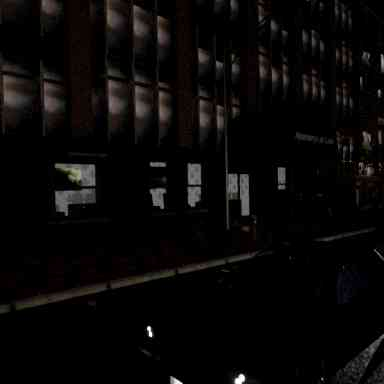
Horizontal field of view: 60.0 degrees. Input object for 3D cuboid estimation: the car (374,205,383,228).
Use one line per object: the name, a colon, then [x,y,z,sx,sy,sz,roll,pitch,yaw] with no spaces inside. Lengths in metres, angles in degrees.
car: [11.154,1.170,16.975,5.009,1.841,2.192,-1,-1,-42]

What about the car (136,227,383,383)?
car: [1.842,1.525,5.104,5.357,1.411,2.033,-1,0,-42]
